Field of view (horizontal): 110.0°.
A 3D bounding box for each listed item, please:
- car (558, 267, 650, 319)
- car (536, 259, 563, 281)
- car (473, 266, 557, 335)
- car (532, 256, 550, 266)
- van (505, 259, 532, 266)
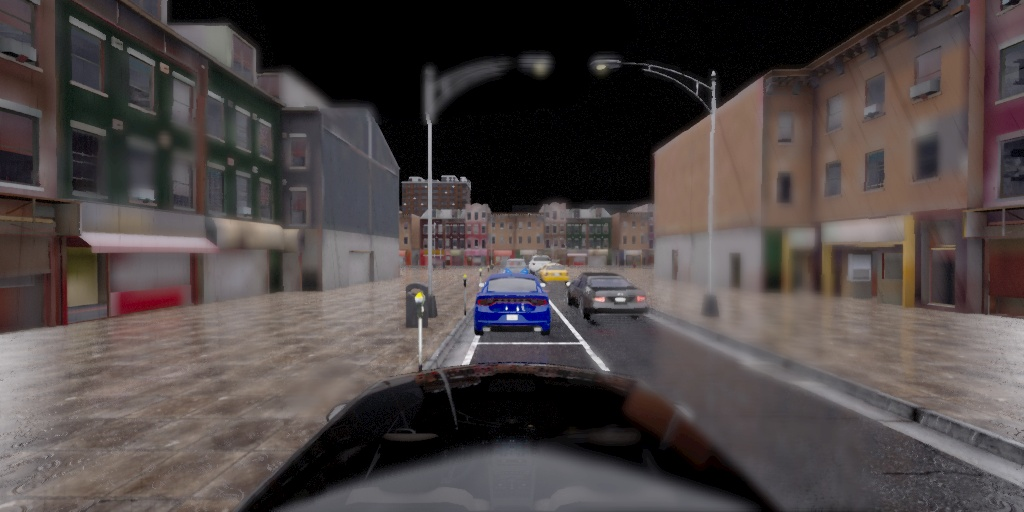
[{"bbox_3d":[3.121,1.297,12.748,2.033,1.411,5.357,0,0,0],"label":"car"},{"bbox_3d":[3.021,1.209,26.571,1.801,1.575,5.366,0,0,0],"label":"car"},{"bbox_3d":[0.006,1.227,10.501,1.882,1.535,5.008,0,0,0],"label":"car"},{"bbox_3d":[3.120,0.983,39.800,2.150,2.045,5.566,0,0,0],"label":"car"},{"bbox_3d":[0.382,1.095,27.349,1.690,1.789,3.998,0,0,0],"label":"van"}]
